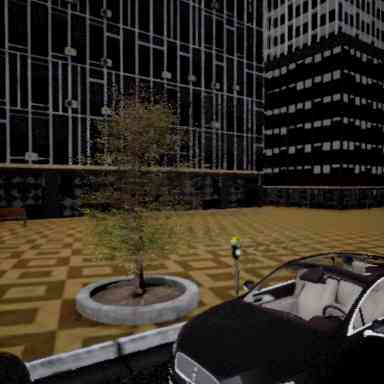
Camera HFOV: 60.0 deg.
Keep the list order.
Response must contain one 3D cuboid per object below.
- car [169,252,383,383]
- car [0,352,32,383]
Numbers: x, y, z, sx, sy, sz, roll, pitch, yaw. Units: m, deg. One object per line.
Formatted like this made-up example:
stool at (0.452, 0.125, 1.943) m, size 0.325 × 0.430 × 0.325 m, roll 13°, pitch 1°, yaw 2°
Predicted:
car at (1.808, 1.525, 4.159) m, size 4.403 × 1.369 × 2.008 m, roll 0°, pitch 0°, yaw -34°
car at (-2.844, 1.492, 0.997) m, size 4.403 × 1.369 × 2.008 m, roll 0°, pitch 0°, yaw -34°
